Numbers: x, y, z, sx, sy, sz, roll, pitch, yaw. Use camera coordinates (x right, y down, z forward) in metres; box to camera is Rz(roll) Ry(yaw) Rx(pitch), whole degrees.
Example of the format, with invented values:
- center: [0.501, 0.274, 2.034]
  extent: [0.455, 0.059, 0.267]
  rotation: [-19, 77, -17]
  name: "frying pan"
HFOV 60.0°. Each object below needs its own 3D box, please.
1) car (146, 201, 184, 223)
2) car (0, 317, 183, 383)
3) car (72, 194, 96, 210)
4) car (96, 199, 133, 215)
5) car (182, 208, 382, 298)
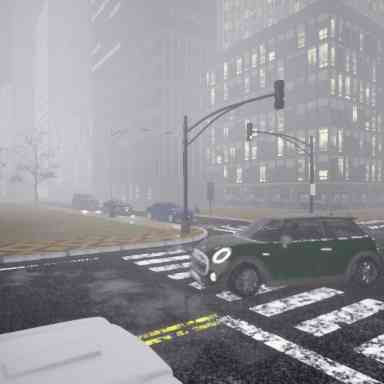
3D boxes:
- center: [-1.767, 1.484, 25.807]
  extent: [1.882, 1.535, 5.008]
  rotation: [0, 0, -36]
  name: "car"
- center: [-2.256, 1.601, 1.834]
  extent: [4.718, 1.301, 1.895]
  rotation: [0, 0, -36]
  name: "car"
- center: [-13.832, 1.227, 42.908]
  extent: [2.150, 2.045, 5.566]
  rotation: [0, 0, -35]
  name: "car"
- center: [-7.744, 1.497, 34.268]
  extent: [2.128, 1.511, 4.902]
  rotation: [0, 0, -35]
  name: "car"
- center: [2.260, 1.352, 8.333]
  extent: [4.553, 1.767, 2.097]
  rotation: [0, 0, -14]
  name: "car"
